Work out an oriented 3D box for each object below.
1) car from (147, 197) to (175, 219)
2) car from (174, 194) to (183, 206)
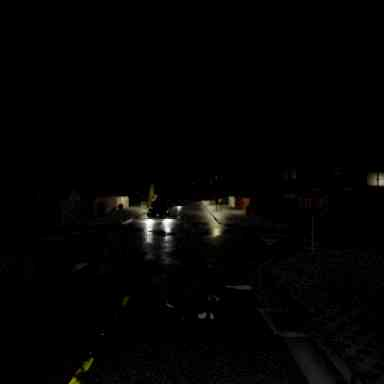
[{"bbox_3d":[-2.745,1.524,28.834,1.837,1.490,4.892,0,2,0],"label":"car"},{"bbox_3d":[-2.745,1.485,52.080,1.837,1.490,4.892,0,0,0],"label":"car"}]
